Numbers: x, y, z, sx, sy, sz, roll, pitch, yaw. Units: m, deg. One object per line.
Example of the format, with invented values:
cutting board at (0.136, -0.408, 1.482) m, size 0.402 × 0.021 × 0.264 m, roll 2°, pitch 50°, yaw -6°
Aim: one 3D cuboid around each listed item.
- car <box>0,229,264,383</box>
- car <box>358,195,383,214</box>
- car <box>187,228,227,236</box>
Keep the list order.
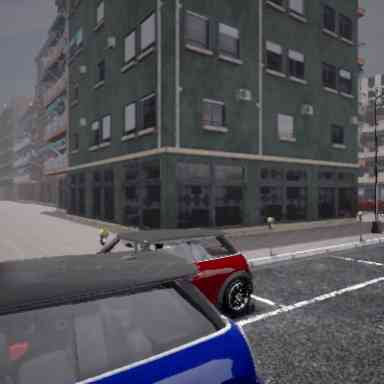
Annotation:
car at (-1.665, 1.352, 2.189) m, size 4.553 × 1.767 × 2.097 m, roll 0°, pitch 0°, yaw -35°
car at (17.510, 1.246, 33.275) m, size 2.192 × 1.841 × 5.009 m, roll 0°, pitch 0°, yaw -36°
car at (-0.882, 1.439, 5.930) m, size 4.097 × 1.590 × 1.967 m, roll 0°, pitch 0°, yaw -35°
